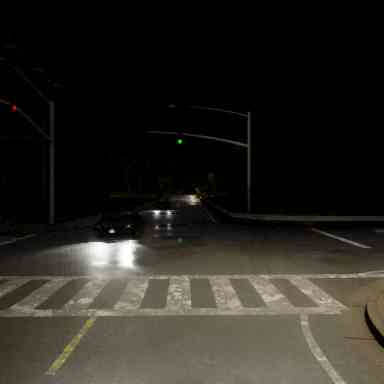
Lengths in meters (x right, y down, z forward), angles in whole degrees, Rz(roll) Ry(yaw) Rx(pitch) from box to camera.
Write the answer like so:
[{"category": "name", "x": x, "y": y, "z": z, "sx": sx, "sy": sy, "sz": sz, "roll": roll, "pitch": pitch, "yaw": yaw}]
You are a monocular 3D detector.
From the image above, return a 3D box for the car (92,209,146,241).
[{"category": "car", "x": -3.517, "y": 1.555, "z": 16.654, "sx": 1.994, "sy": 1.385, "sz": 4.181, "roll": 0, "pitch": 0, "yaw": 0}]

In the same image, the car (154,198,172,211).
[{"category": "car", "x": -3.546, "y": 1.489, "z": 41.834, "sx": 1.812, "sy": 1.442, "sz": 4.674, "roll": 0, "pitch": 0, "yaw": 0}]
